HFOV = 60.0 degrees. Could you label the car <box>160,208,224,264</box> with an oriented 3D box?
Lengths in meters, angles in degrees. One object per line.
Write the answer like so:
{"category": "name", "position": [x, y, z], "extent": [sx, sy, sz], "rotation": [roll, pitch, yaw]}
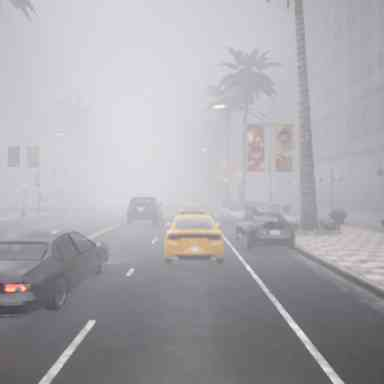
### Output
{"category": "car", "position": [0.059, 1.558, 12.281], "extent": [1.882, 1.535, 5.008], "rotation": [0, -1, 0]}

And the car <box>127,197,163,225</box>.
{"category": "car", "position": [-3.522, 1.379, 25.345], "extent": [2.150, 2.045, 5.566], "rotation": [0, -1, 0]}

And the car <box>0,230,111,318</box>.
{"category": "car", "position": [-3.422, 1.596, 7.796], "extent": [2.033, 1.411, 5.357], "rotation": [0, 0, 0]}

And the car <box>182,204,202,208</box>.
{"category": "car", "position": [-0.025, 1.643, 25.629], "extent": [1.882, 1.535, 5.008], "rotation": [0, 0, 0]}

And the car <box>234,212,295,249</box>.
{"category": "car", "position": [3.132, 1.612, 15.027], "extent": [2.161, 1.482, 4.786], "rotation": [0, 0, -1]}
